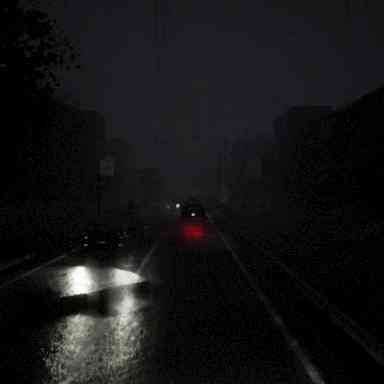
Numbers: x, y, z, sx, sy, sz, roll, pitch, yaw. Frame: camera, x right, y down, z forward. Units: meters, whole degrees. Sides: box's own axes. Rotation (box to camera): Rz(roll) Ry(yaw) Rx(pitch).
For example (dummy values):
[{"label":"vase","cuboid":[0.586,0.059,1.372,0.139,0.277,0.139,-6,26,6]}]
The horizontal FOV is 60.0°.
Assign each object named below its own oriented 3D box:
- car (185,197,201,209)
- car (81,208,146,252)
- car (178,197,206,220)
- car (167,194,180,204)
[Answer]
[{"label":"car","cuboid":[0.087,1.331,43.002,1.994,1.385,4.181,0,1,0]},{"label":"car","cuboid":[-3.103,1.463,13.959,1.882,1.535,5.008,0,0,0]},{"label":"car","cuboid":[0.092,1.422,27.307,1.837,1.490,4.892,0,0,0]},{"label":"car","cuboid":[-3.072,1.098,55.880,1.882,1.535,5.008,0,1,1]}]
